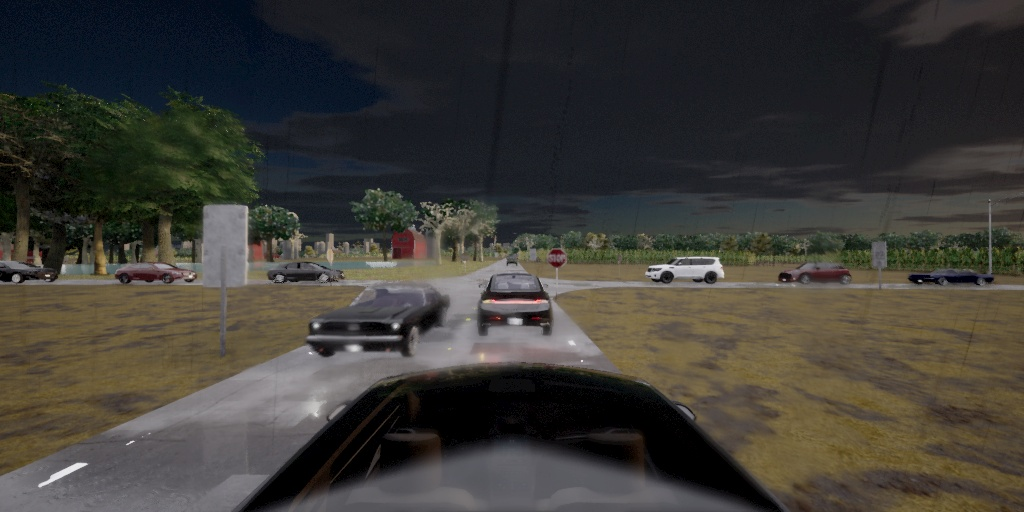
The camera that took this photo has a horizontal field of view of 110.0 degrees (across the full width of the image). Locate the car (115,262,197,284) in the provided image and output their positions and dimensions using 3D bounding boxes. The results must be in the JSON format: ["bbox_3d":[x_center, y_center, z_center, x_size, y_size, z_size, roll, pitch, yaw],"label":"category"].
[{"bbox_3d":[-24.574,1.151,24.801,4.674,1.442,1.812,0,-1,0],"label":"car"}]

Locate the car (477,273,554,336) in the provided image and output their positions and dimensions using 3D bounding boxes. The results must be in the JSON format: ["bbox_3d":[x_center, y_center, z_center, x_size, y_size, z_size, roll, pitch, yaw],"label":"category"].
[{"bbox_3d":[0.059,1.243,10.360,2.128,1.511,4.902,0,0,-1],"label":"car"}]

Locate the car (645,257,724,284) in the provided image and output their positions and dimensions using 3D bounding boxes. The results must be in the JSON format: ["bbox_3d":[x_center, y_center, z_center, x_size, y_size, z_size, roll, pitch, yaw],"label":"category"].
[{"bbox_3d":[13.339,1.085,27.793,5.566,2.045,2.150,0,-1,1],"label":"car"}]

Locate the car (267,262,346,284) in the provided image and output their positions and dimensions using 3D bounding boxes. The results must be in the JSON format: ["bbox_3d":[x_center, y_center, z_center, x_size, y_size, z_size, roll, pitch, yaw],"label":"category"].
[{"bbox_3d":[-14.200,1.170,24.926,4.892,1.490,1.837,0,-1,-3],"label":"car"}]

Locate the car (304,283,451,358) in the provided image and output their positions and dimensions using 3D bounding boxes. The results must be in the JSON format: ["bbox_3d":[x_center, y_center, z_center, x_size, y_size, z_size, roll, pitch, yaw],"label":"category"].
[{"bbox_3d":[-2.801,1.352,8.622,1.895,1.301,4.718,0,0,1],"label":"car"}]

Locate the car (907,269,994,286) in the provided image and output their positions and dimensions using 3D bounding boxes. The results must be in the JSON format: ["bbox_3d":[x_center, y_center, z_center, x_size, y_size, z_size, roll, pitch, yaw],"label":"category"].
[{"bbox_3d":[33.804,1.628,27.760,4.718,1.301,1.895,1,-1,0],"label":"car"}]

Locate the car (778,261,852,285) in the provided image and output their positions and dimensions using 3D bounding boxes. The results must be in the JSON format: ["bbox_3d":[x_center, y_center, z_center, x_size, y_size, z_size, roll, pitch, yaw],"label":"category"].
[{"bbox_3d":[23.335,1.289,27.768,4.553,1.767,2.097,0,-1,0],"label":"car"}]

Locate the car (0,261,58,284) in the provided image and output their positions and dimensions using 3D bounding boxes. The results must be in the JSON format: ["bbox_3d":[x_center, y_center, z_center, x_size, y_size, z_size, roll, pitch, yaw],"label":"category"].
[{"bbox_3d":[-34.631,1.085,24.808,5.008,1.535,1.882,0,-1,0],"label":"car"}]
